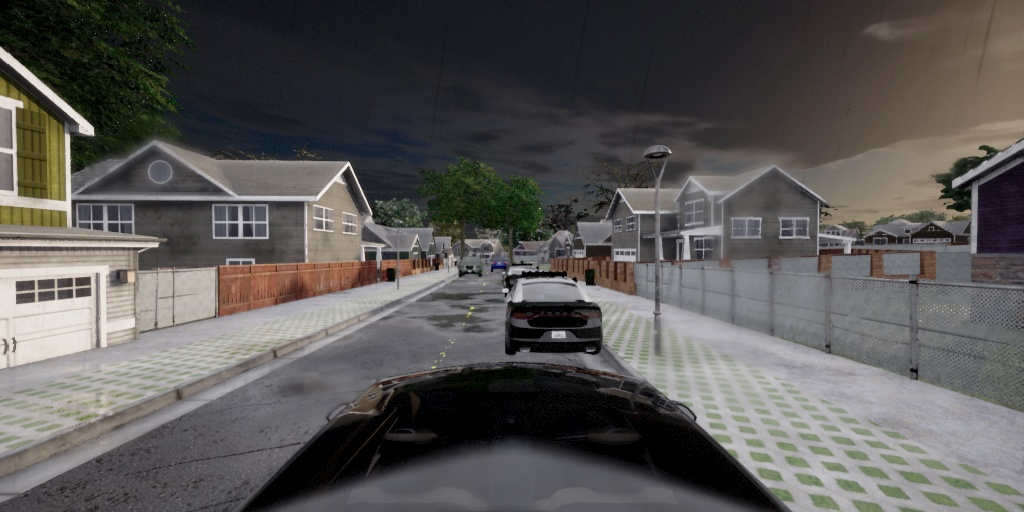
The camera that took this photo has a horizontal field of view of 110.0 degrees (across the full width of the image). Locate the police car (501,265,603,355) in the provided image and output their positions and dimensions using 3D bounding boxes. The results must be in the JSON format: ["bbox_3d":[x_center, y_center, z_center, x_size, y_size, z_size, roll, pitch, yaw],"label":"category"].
[{"bbox_3d":[0.777,1.176,8.854,1.930,1.638,5.238,0,0,-1],"label":"police car"}]

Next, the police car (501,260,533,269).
[{"bbox_3d":[0.523,1.187,18.899,1.930,1.638,5.238,0,0,-2],"label":"police car"}]

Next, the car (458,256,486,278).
[{"bbox_3d":[-3.947,1.026,34.803,2.150,2.045,5.566,0,0,-3],"label":"car"}]

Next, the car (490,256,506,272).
[{"bbox_3d":[-1.706,1.055,47.464,2.150,2.045,5.566,0,0,-3],"label":"car"}]
